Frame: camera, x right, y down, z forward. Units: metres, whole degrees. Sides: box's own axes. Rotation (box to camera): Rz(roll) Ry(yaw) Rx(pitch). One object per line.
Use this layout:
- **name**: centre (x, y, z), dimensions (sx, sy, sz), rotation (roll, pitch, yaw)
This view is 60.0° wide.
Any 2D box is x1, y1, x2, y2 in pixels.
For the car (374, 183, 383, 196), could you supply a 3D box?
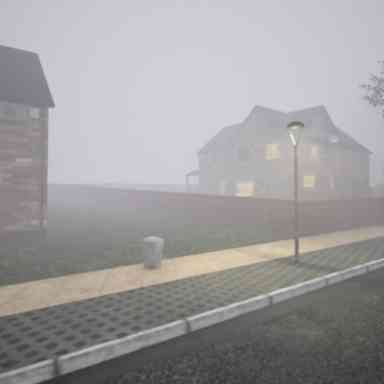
- **car**: centre (26.646, -0.134, 44.262), dimensions (2.150, 2.045, 5.566), rotation (1, 2, -6)
